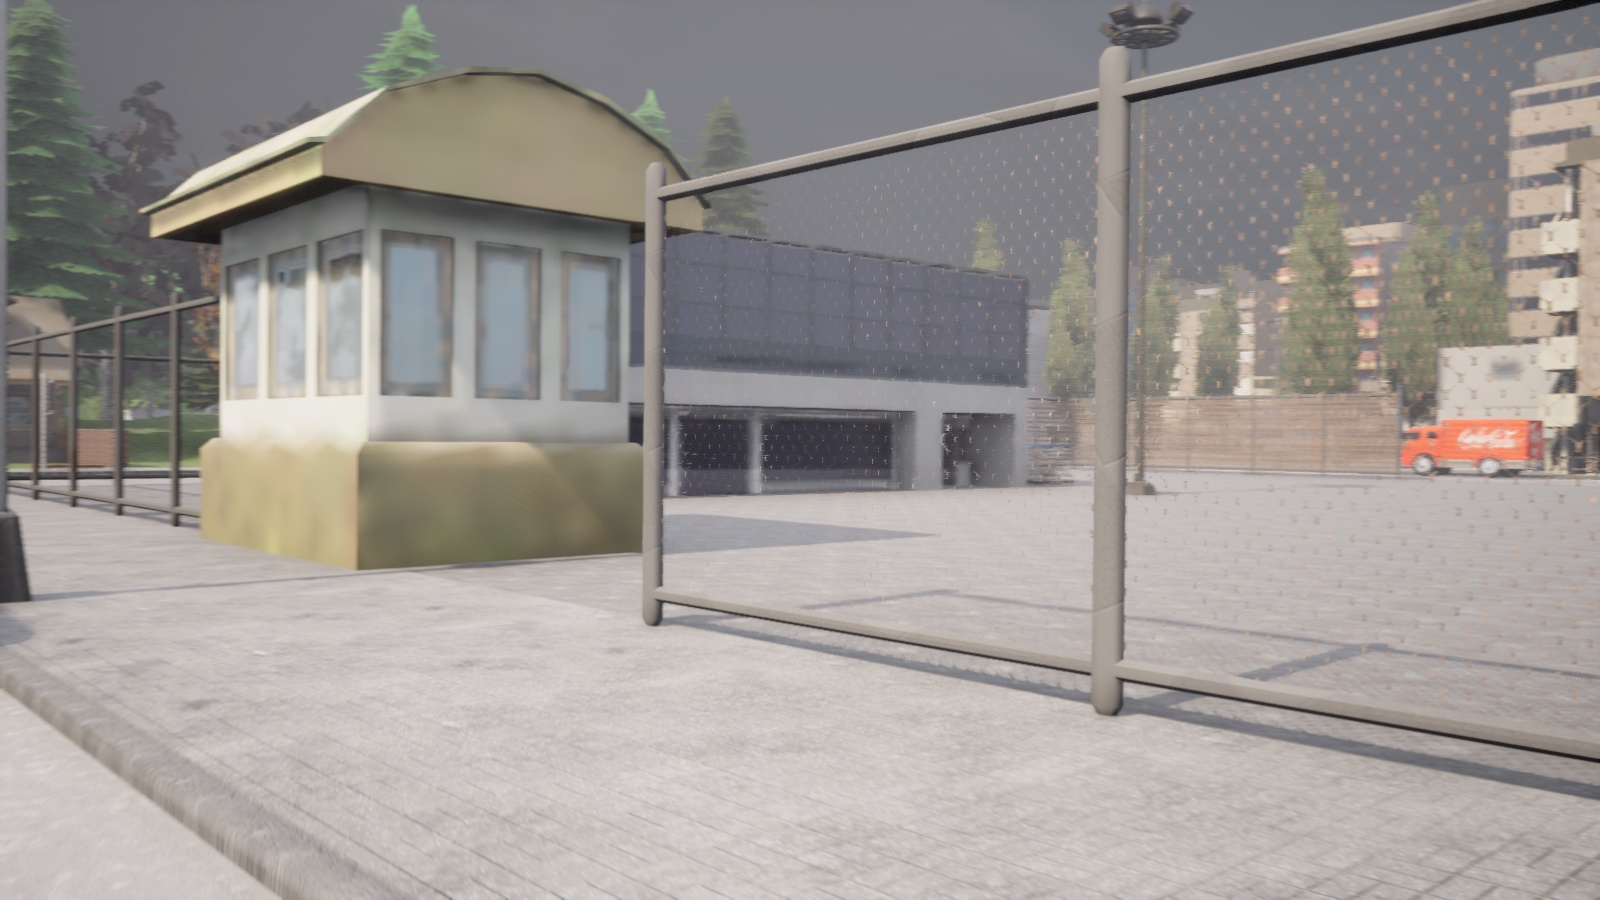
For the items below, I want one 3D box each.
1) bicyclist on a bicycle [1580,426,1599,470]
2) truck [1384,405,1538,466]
[{"bbox_3d":[29.586,-0.079,45.955,0.582,1.620,1.656,-1,1,-43],"label":"bicyclist on a bicycle"},{"bbox_3d":[28.078,-0.595,53.433,2.627,2.467,5.204,-1,1,-43],"label":"truck"}]
